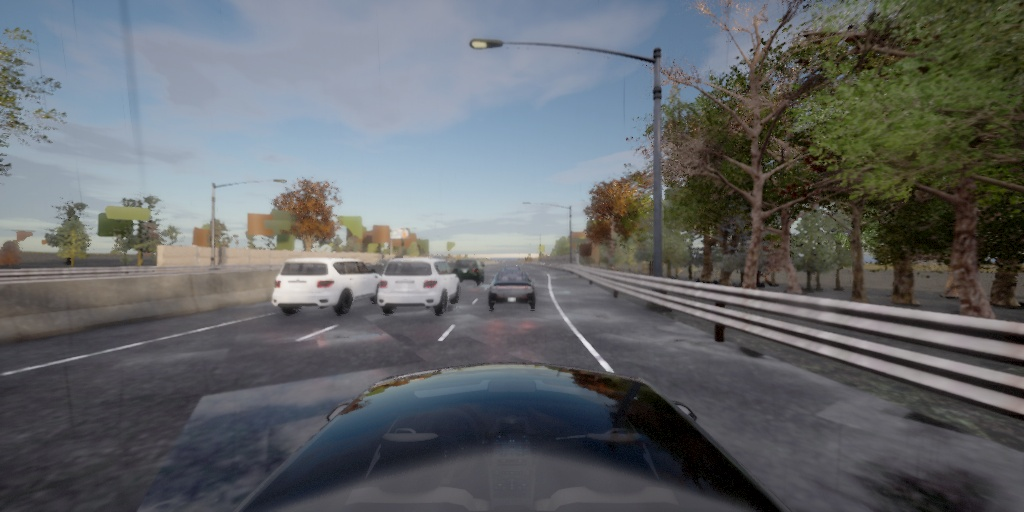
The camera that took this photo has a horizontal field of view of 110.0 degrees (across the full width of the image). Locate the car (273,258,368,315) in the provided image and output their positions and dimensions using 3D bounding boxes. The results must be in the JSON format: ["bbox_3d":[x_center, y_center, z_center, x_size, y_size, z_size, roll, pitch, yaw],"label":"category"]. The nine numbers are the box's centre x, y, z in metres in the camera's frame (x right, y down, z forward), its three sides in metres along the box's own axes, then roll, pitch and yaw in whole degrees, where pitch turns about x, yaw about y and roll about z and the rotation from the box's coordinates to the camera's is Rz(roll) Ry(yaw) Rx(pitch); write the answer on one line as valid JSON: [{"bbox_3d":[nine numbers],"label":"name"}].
[{"bbox_3d":[-6.997,1.101,14.414,2.150,2.045,5.566,0,0,0],"label":"car"}]

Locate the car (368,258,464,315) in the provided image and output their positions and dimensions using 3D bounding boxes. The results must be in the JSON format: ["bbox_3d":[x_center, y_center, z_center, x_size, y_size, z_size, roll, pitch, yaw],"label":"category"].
[{"bbox_3d":[-3.498,1.102,14.427,2.150,2.045,5.566,0,0,0],"label":"car"}]

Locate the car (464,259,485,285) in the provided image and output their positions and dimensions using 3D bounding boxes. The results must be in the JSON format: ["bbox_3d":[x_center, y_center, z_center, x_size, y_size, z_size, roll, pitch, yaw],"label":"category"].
[{"bbox_3d":[-3.507,1.257,29.405,2.150,2.045,5.566,0,0,0],"label":"car"}]

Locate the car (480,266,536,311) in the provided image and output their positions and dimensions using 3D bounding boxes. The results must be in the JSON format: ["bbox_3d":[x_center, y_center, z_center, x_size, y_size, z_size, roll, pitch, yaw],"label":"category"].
[{"bbox_3d":[0.015,1.379,15.360,2.128,1.511,4.902,0,0,1],"label":"car"}]
